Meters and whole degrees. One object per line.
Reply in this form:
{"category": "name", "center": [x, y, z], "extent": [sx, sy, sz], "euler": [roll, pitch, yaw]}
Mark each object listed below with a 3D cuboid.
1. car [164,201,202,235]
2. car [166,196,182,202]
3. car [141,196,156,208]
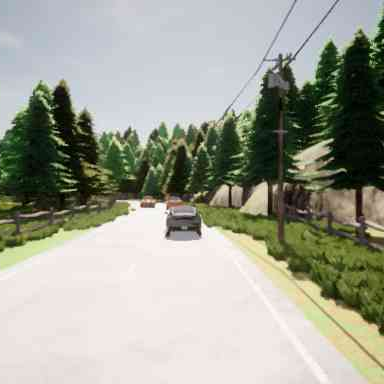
{"category": "car", "center": [-0.504, 1.508, 18.673], "extent": [1.837, 1.490, 4.892], "euler": [0, 0, -3]}
{"category": "car", "center": [-2.366, 1.362, 43.995], "extent": [2.097, 1.767, 4.553], "euler": [0, 0, -7]}
{"category": "car", "center": [-6.385, 1.370, 48.384], "extent": [2.097, 1.767, 4.553], "euler": [0, 0, -10]}
